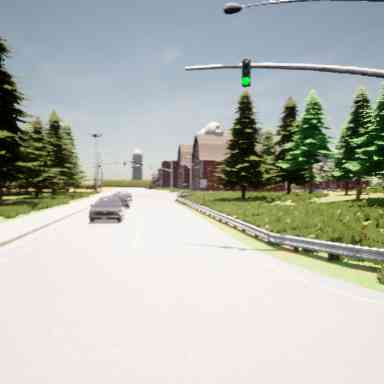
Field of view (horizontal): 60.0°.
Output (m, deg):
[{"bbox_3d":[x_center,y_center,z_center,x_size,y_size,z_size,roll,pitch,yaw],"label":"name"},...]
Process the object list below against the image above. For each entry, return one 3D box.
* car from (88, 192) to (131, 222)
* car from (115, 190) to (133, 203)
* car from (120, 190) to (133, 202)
[{"bbox_3d":[-5.101,0.971,20.582,2.033,1.411,5.357,1,1,-8],"label":"car"},{"bbox_3d":[-8.114,0.496,40.058,1.994,1.385,4.181,1,1,-9],"label":"car"},{"bbox_3d":[-6.512,0.785,30.128,1.895,1.301,4.718,1,1,-9],"label":"car"}]
